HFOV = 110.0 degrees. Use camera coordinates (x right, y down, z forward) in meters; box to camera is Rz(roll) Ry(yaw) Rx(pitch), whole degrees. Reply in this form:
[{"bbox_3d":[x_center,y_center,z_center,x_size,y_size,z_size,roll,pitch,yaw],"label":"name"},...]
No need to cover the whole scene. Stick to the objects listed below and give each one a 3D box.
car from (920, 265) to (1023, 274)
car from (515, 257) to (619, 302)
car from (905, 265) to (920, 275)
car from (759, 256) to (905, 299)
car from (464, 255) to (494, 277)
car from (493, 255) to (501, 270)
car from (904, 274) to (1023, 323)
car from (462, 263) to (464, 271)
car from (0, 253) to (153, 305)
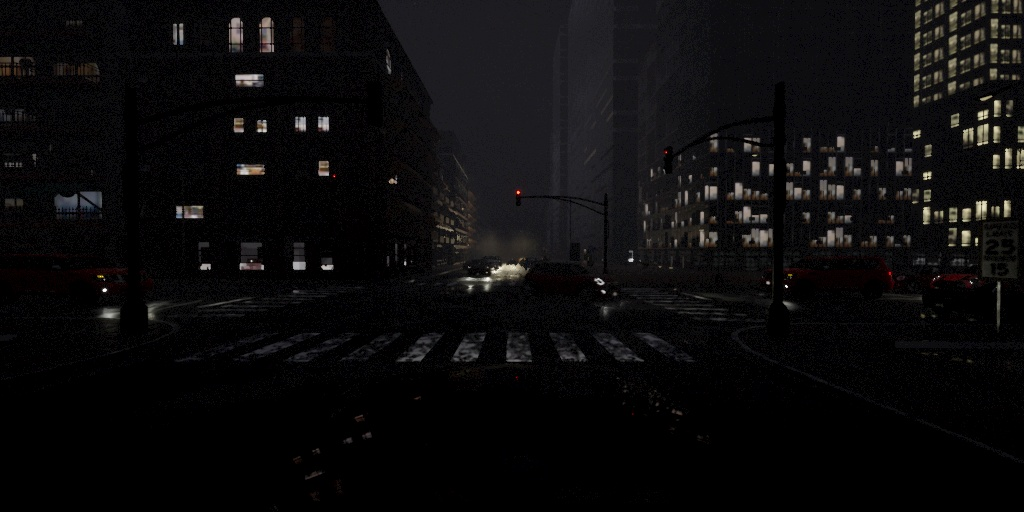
[{"bbox_3d":[24.095,1.189,17.967,4.553,1.767,2.097,0,1,1],"label":"car"},{"bbox_3d":[2.738,1.094,17.157,4.553,1.767,2.097,0,0,37],"label":"car"},{"bbox_3d":[23.361,1.230,20.711,4.097,1.591,1.967,0,0,1],"label":"car"},{"bbox_3d":[15.703,1.020,18.077,5.566,2.045,2.150,0,1,1],"label":"car"},{"bbox_3d":[-3.117,1.075,34.761,2.097,1.767,4.553,0,0,0],"label":"car"},{"bbox_3d":[-3.118,0.924,51.301,2.150,2.045,5.566,0,0,1],"label":"car"},{"bbox_3d":[16.708,1.445,12.159,4.403,1.370,2.007,0,0,1],"label":"car"},{"bbox_3d":[-5.723,1.270,49.356,1.948,1.339,4.313,0,0,0],"label":"car"},{"bbox_3d":[-18.849,0.911,15.324,5.566,2.045,2.150,0,1,1],"label":"car"}]
